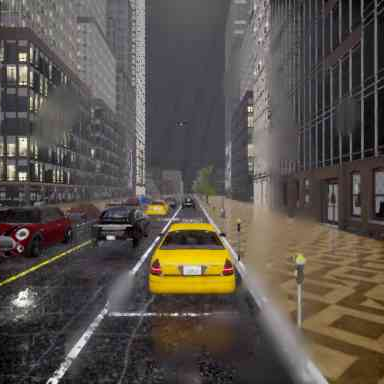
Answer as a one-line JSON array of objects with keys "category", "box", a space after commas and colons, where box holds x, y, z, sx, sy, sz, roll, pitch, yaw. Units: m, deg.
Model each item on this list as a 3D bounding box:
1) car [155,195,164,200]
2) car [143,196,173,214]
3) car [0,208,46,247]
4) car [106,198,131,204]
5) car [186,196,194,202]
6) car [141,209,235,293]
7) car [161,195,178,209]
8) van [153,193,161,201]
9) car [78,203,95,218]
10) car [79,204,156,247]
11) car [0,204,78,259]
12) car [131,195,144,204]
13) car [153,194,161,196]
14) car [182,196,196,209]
[{"category": "car", "box": [-8.832, 1.504, 89.799, 1.947, 1.339, 4.313, 0, 0, 0]}, {"category": "car", "box": [-3.146, 1.447, 31.438, 1.801, 1.575, 5.366, 0, 0, 0]}, {"category": "car", "box": [-8.833, 1.563, 15.800, 1.947, 1.339, 4.313, 0, 0, 0]}, {"category": "car", "box": [-8.833, 1.537, 38.569, 2.008, 1.369, 4.403, 0, 0, 0]}, {"category": "car", "box": [-0.452, 1.533, 78.399, 1.802, 1.307, 4.206, 0, 0, 0]}, {"category": "car", "box": [0.004, 1.456, 8.839, 1.801, 1.575, 5.366, 0, 0, 0]}, {"category": "car", "box": [-3.046, 1.528, 46.098, 2.033, 1.411, 5.357, 0, 0, 0]}, {"category": "van", "box": [-8.831, 1.286, 84.106, 1.690, 1.788, 3.998, 0, 0, 0]}, {"category": "car", "box": [-8.832, 1.575, 27.183, 1.802, 1.307, 4.206, 0, 0, 0]}, {"category": "car", "box": [-3.045, 1.489, 14.872, 2.128, 1.511, 4.902, 0, 0, 0]}, {"category": "car", "box": [-6.247, 1.351, 12.594, 2.097, 1.767, 4.553, 0, 0, 0]}, {"category": "car", "box": [-8.833, 1.523, 49.953, 1.887, 1.381, 4.507, 0, 0, 0]}, {"category": "car", "box": [-8.832, 1.391, 78.413, 1.967, 1.590, 4.097, 0, 0, 0]}, {"category": "car", "box": [-0.452, 1.548, 44.248, 1.947, 1.339, 4.313, 0, 0, 0]}]
